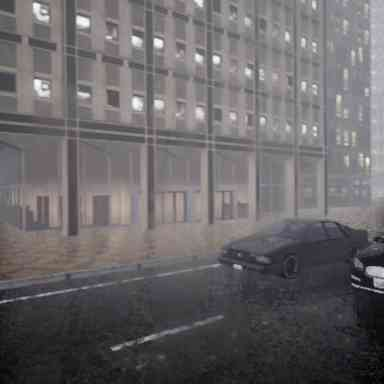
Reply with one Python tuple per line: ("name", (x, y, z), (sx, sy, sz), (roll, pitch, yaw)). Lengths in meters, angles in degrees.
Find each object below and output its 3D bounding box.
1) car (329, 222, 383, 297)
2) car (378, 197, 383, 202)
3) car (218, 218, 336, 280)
("car", (5.592, 1.465, 7.678), (4.902, 1.511, 2.128), (0, 0, -36))
("car", (36.091, 1.130, 59.968), (1.887, 1.381, 4.507), (-1, 1, -34))
("car", (3.335, 1.522, 10.061), (5.357, 1.411, 2.033), (0, 0, -36))
